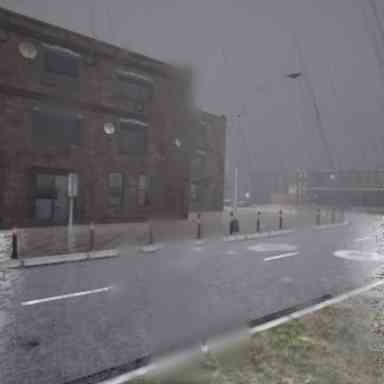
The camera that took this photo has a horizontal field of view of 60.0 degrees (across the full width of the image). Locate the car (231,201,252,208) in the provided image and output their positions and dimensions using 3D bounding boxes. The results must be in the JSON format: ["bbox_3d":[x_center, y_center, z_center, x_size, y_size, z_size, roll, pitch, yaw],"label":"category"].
[{"bbox_3d":[11.378,2.701,72.674,2.163,1.488,4.792,1,-1,41],"label":"car"}]

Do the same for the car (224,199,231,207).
[{"bbox_3d":[7.341,2.452,76.309,2.185,1.767,4.553,1,-1,41],"label":"car"}]
